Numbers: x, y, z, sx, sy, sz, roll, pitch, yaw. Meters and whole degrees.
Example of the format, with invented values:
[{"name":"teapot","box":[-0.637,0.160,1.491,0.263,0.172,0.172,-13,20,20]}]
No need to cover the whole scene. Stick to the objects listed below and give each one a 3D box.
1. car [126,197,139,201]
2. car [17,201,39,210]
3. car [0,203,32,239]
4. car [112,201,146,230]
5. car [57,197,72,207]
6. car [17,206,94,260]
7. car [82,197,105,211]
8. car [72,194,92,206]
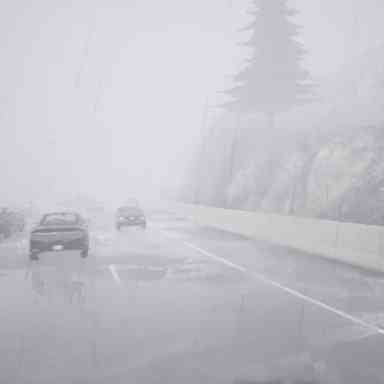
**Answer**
[{"name":"car","box":[-10.105,1.568,56.121,1.837,1.490,4.892,-1,-1,-4]},{"name":"car","box":[-18.119,1.687,36.120,1.812,1.442,4.674,-1,0,-10]},{"name":"car","box":[-10.206,1.582,17.565,2.128,1.511,4.902,-1,0,-16]},{"name":"car","box":[-4.093,1.572,21.546,2.033,1.411,5.357,-1,0,-14]},{"name":"car","box":[-20.532,1.652,54.693,1.882,1.535,5.008,-1,0,-5]},{"name":"car","box":[-4.975,1.532,12.780,2.128,1.511,4.902,-1,0,-18]},{"name":"car","box":[-11.917,1.694,41.067,1.895,1.301,4.718,-1,0,-9]},{"name":"car","box":[-17.086,1.358,53.550,2.150,2.045,5.566,-1,0,-4]}]
